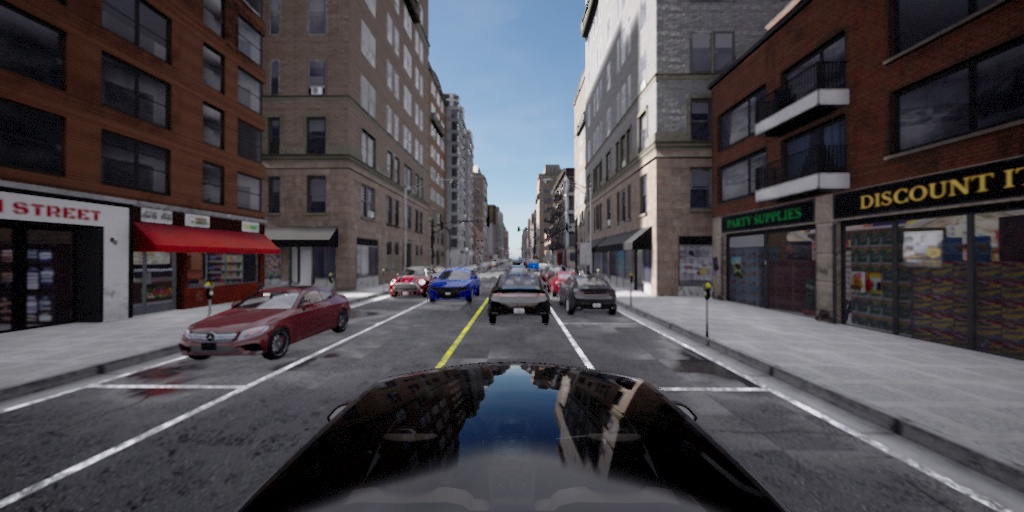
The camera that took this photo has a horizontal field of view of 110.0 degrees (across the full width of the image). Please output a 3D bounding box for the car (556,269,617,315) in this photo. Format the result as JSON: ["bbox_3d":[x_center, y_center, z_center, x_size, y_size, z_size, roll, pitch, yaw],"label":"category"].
[{"bbox_3d":[2.785,1.378,13.829,2.007,1.370,4.403,0,0,1],"label":"car"}]

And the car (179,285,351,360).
[{"bbox_3d":[-5.315,1.373,8.414,1.802,1.307,4.207,0,0,1],"label":"car"}]

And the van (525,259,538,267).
[{"bbox_3d":[3.381,1.443,57.463,1.690,1.789,3.998,0,0,1],"label":"van"}]

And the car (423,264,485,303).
[{"bbox_3d":[-2.647,1.327,17.505,1.882,1.535,5.008,0,0,1],"label":"car"}]

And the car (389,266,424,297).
[{"bbox_3d":[-5.164,1.301,19.450,1.967,1.591,4.097,0,0,1],"label":"car"}]

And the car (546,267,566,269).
[{"bbox_3d":[2.860,1.444,19.348,1.802,1.307,4.207,0,0,1],"label":"car"}]

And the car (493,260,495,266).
[{"bbox_3d":[-4.565,1.682,63.245,1.888,1.381,4.507,0,0,1],"label":"car"}]

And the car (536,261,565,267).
[{"bbox_3d":[2.936,1.337,24.866,1.967,1.591,4.097,0,0,1],"label":"car"}]

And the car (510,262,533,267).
[{"bbox_3d":[0.431,1.438,27.258,1.812,1.442,4.674,0,0,1],"label":"car"}]

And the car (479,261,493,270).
[{"bbox_3d":[-4.643,1.652,57.564,2.007,1.370,4.403,0,0,1],"label":"car"}]

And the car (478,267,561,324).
[{"bbox_3d":[0.228,1.308,12.257,2.128,1.511,4.902,0,0,1],"label":"car"}]
